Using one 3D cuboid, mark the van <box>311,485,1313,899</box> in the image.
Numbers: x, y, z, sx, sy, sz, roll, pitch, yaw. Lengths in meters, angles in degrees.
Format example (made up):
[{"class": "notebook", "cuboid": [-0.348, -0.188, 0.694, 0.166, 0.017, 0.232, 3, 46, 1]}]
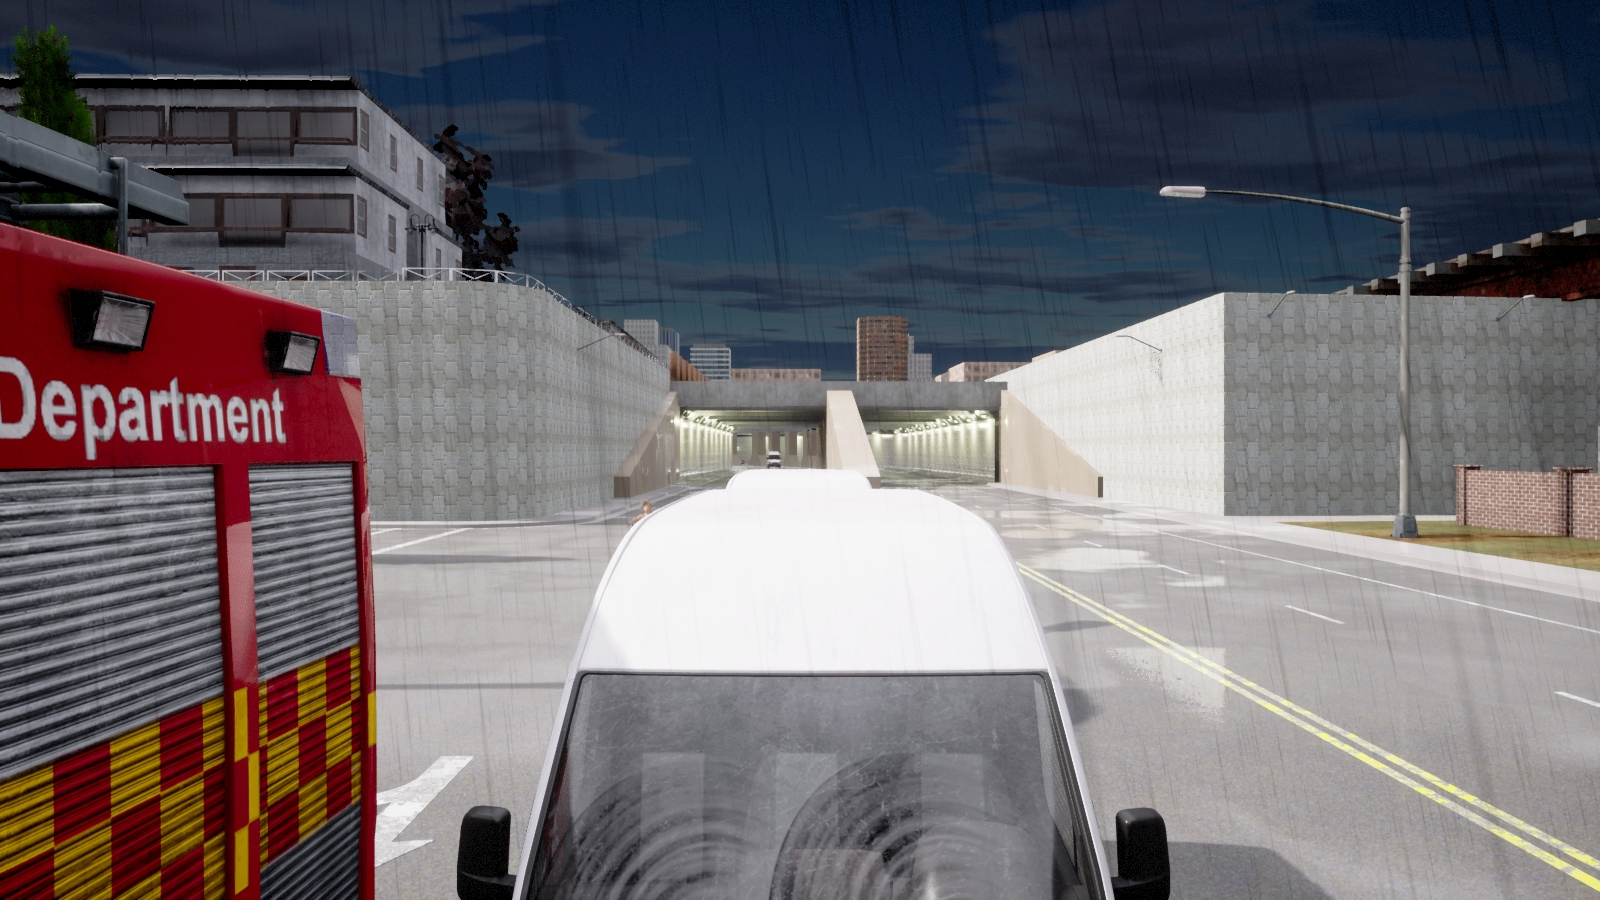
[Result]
[{"class": "van", "cuboid": [0.047, 1.534, 5.226, 1.988, 2.561, 5.915, 0, 0, 1]}]
